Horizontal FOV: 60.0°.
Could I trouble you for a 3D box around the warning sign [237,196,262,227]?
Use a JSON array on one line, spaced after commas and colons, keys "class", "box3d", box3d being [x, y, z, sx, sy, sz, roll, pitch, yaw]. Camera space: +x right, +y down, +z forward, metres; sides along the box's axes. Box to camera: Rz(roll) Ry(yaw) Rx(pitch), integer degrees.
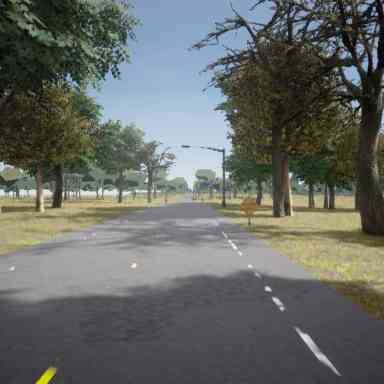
[{"class": "warning sign", "box3d": [3.539, 1.165, 20.581, 1.300, 1.860, 1.060, -1, -1, 0]}]
